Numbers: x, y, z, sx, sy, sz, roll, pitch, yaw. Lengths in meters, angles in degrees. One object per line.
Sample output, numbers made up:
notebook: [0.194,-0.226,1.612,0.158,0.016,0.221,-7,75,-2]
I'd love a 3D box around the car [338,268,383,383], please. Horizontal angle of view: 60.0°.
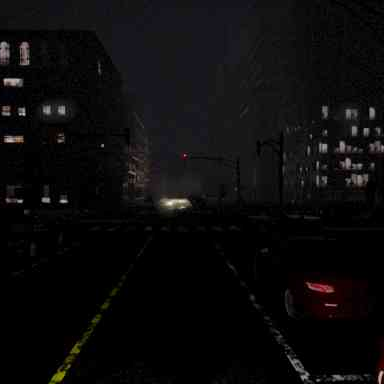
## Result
car: [2.649,1.544,1.403,1.887,1.381,4.507,-1,0,-2]

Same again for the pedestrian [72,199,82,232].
pedestrian: [-6.384,1.286,18.497,0.375,1.860,0.375,-1,1,-2]

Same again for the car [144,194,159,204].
car: [-7.785,1.510,61.632,1.947,1.339,4.313,-1,0,-2]

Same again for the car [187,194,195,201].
car: [-0.206,1.341,84.519,1.967,1.590,4.097,-1,0,-2]

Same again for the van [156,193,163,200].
van: [-8.747,1.229,89.847,1.690,1.788,3.998,-1,0,-2]

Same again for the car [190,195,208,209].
car: [1.132,1.513,45.021,1.887,1.381,4.507,-1,0,-2]

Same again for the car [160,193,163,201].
car: [-8.361,1.458,78.560,1.887,1.381,4.507,-1,0,-2]

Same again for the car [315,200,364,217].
car: [14.084,1.543,31.078,4.892,1.490,1.837,0,1,-1]

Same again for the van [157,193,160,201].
van: [-7.980,1.276,67.275,1.690,1.788,3.998,-1,0,-2]

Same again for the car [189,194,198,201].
car: [0.939,1.401,50.664,1.967,1.590,4.097,-1,0,-2]

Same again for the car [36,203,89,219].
car: [-10.789,1.581,26.720,4.718,1.301,1.895,0,0,10]

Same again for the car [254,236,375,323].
car: [2.460,1.579,6.981,1.802,1.307,4.206,-1,0,-2]

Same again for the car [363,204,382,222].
car: [15.886,1.690,25.198,4.403,1.369,2.008,0,1,-1]

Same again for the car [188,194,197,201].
car: [-0.020,1.353,78.876,1.967,1.590,4.097,-1,0,-2]

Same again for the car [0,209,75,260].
car: [-6.105,1.546,12.236,2.008,1.369,4.403,-1,0,-2]
